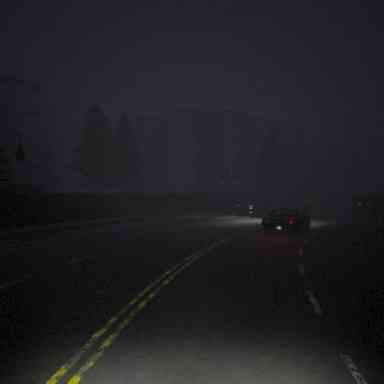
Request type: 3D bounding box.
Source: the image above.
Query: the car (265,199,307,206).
[{"bbox_3d":[9.149,1.537,30.278,2.128,1.511,4.902,0,0,44],"label":"car"}]

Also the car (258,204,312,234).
[{"bbox_3d":[5.734,1.629,19.713,1.895,1.301,4.718,0,0,29],"label":"car"}]

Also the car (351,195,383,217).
[{"bbox_3d":[18.224,1.324,33.375,5.566,2.045,2.150,0,0,-35],"label":"car"}]

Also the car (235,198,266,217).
[{"bbox_3d":[6.092,1.377,32.018,2.097,1.767,4.553,0,0,43],"label":"car"}]
